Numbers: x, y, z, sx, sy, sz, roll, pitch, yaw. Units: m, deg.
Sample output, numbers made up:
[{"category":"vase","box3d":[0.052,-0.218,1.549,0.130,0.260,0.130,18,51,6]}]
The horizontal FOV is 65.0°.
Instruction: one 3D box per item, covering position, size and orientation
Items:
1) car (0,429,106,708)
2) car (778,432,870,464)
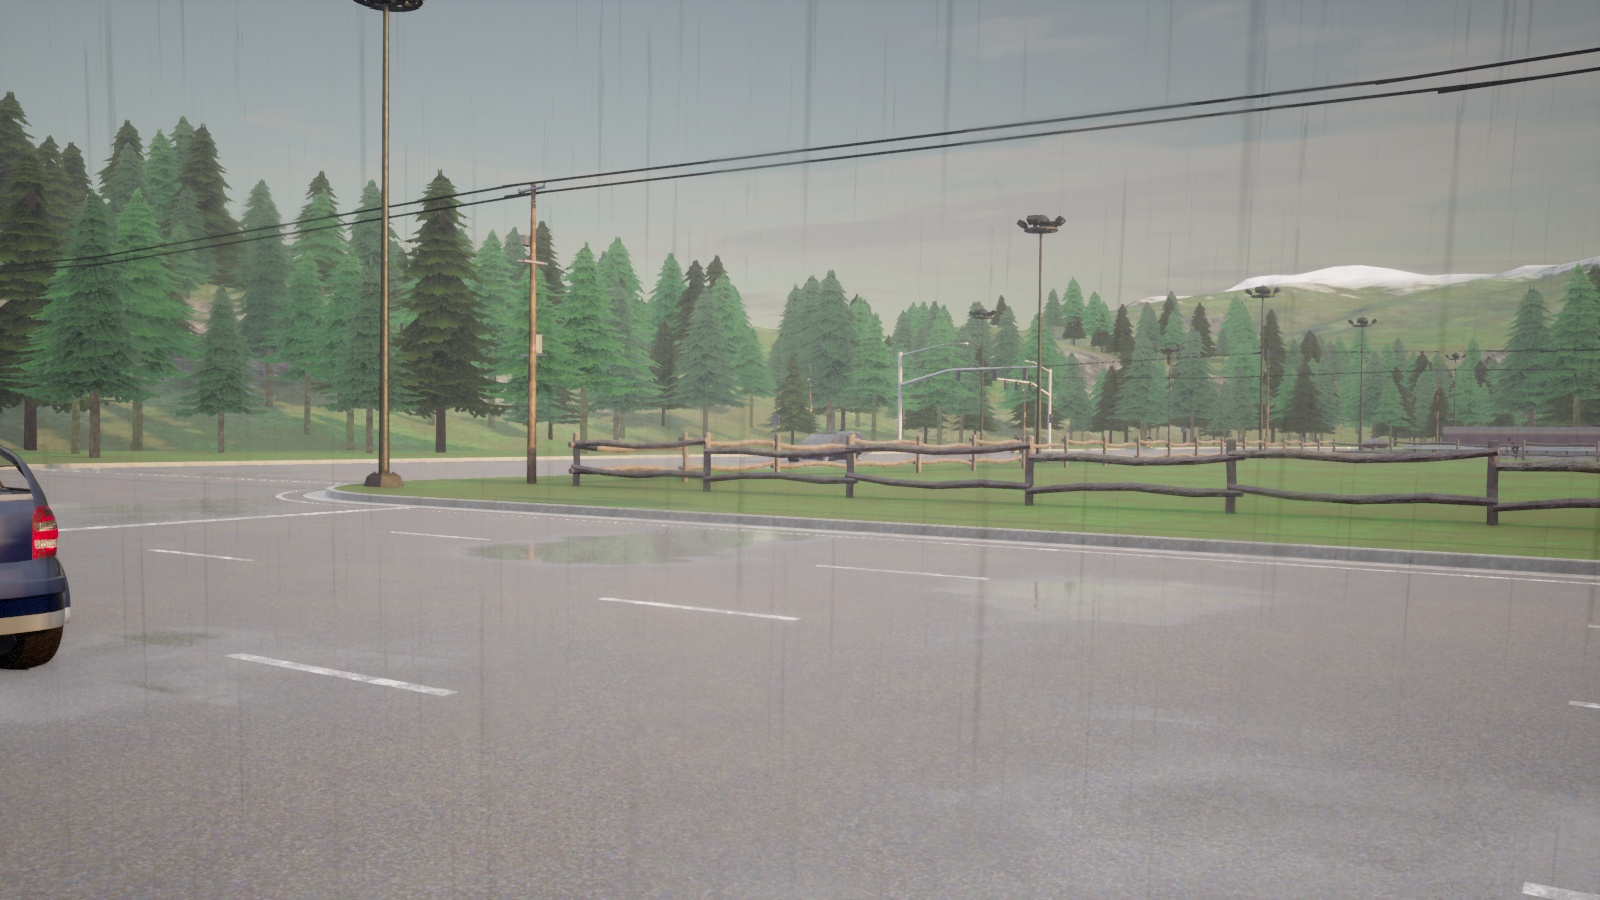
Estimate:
[{"category":"car","box3d":[-6.158,0.660,7.713,3.705,1.549,1.789,0,1,34]},{"category":"car","box3d":[1.202,-0.112,60.931,2.163,1.488,4.792,0,1,34]}]
